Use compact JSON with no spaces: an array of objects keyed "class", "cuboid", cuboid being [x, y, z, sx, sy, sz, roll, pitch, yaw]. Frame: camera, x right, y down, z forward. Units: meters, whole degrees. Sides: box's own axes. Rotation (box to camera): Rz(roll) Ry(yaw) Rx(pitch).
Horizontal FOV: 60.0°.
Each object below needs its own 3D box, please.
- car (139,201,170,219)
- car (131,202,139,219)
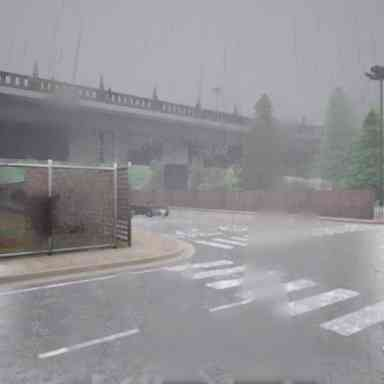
[{"class":"car","cuboid":[-3.870,1.547,30.277,2.128,1.511,4.902,0,0,-36]},{"class":"car","cuboid":[-6.649,1.561,28.147,1.837,1.490,4.892,0,0,-36]}]
